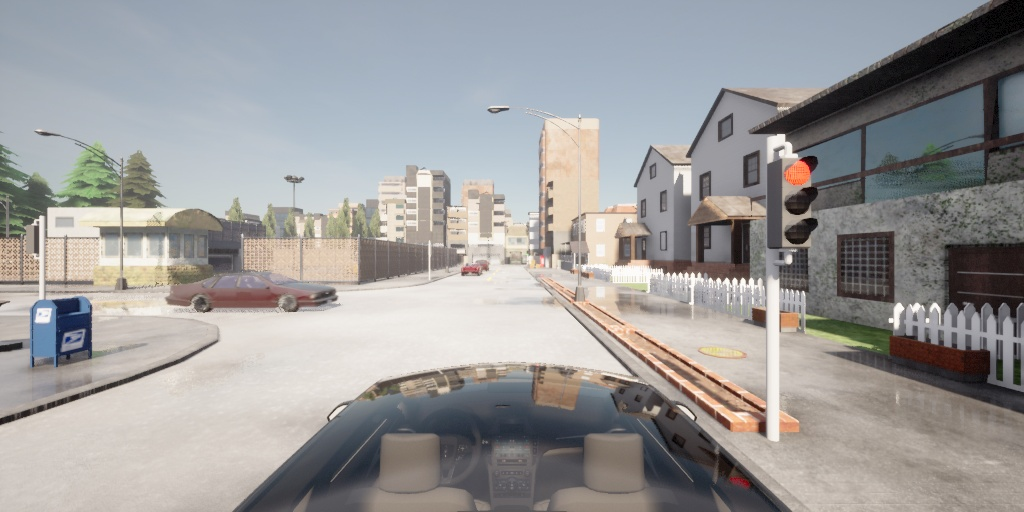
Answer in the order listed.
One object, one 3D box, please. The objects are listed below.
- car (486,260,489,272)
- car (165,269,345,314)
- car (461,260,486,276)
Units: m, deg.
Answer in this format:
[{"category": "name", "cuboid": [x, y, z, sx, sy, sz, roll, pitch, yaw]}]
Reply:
[{"category": "car", "cuboid": [-4.093, 1.228, 47.726, 1.882, 1.535, 5.008, 0, 0, 0]}, {"category": "car", "cuboid": [-9.461, 1.297, 13.284, 5.357, 1.411, 2.033, 0, 0, -1]}, {"category": "car", "cuboid": [-4.106, 1.351, 37.220, 1.895, 1.301, 4.718, 0, 0, 0]}]
